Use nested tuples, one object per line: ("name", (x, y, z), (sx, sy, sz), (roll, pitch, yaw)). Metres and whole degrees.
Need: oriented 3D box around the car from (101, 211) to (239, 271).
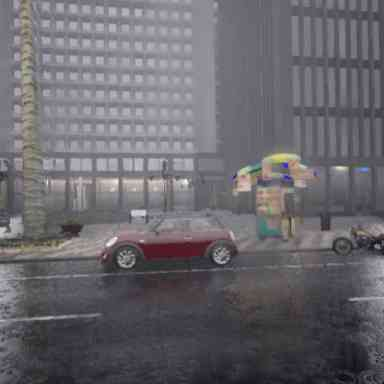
("car", (-0.784, 1.566, 11.523), (4.553, 1.767, 2.185), (-1, -1, -8))
